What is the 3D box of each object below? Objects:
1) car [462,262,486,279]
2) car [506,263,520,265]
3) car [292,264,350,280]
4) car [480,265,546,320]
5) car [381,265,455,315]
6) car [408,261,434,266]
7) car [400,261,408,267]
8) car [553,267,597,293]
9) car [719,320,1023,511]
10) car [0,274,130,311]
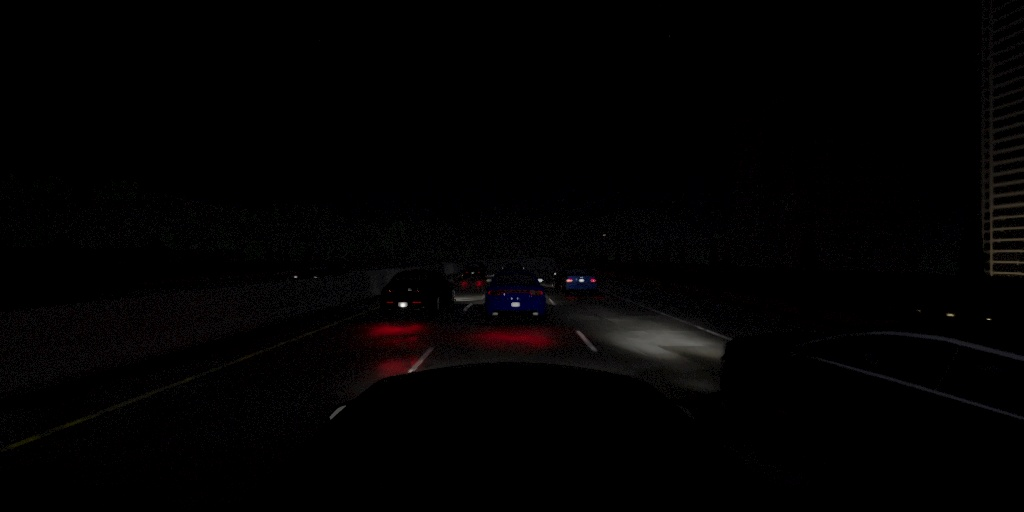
[{"bbox_3d":[-3.407,1.316,33.367,1.812,1.442,4.674,0,0,0],"label":"car"},{"bbox_3d":[0.106,1.335,31.254,2.033,1.411,5.357,0,0,0],"label":"car"},{"bbox_3d":[-14.082,1.330,26.993,2.033,1.411,5.357,0,0,0],"label":"car"},{"bbox_3d":[0.102,1.242,12.756,1.882,1.535,5.008,0,0,0],"label":"car"},{"bbox_3d":[-3.397,1.270,13.589,1.837,1.490,4.892,0,0,0],"label":"car"},{"bbox_3d":[-10.556,1.309,42.971,1.837,1.490,4.892,0,-1,0],"label":"car"},{"bbox_3d":[-17.489,1.426,60.914,1.895,1.301,4.718,0,0,0],"label":"car"},{"bbox_3d":[3.604,1.322,21.071,2.033,1.411,5.357,0,0,0],"label":"car"},{"bbox_3d":[3.601,1.243,2.705,2.128,1.511,4.902,0,0,0],"label":"car"},{"bbox_3d":[-17.596,1.366,13.339,1.895,1.301,4.718,0,0,0],"label":"car"}]
